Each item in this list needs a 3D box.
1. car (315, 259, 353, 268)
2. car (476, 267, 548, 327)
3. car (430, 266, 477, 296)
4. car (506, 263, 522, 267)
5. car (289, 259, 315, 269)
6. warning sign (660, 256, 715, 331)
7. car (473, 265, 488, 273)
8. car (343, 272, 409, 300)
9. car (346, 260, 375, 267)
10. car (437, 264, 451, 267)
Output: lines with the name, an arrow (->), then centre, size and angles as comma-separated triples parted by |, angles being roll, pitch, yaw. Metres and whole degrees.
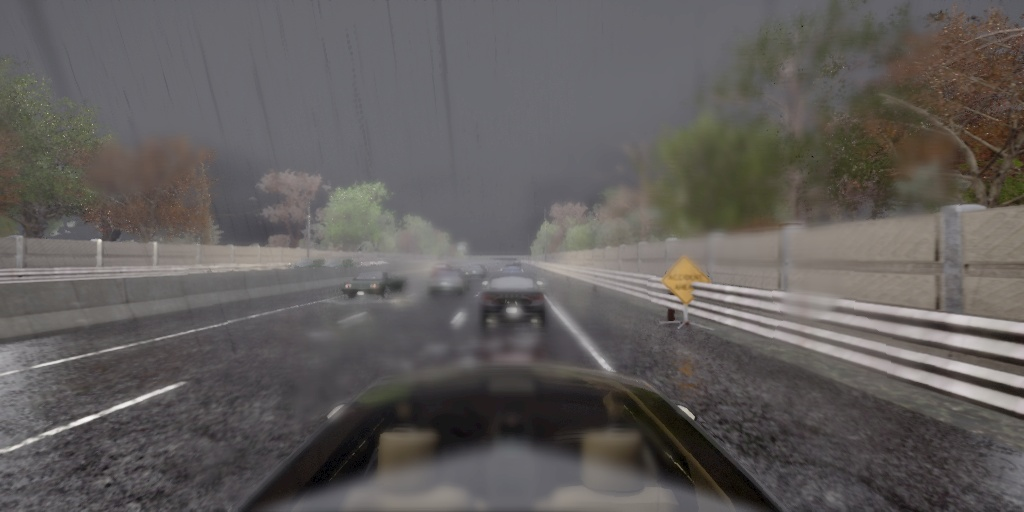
car -> -21.047, 1.340, 43.526 | 2.150, 2.045, 5.566 | 0, 0, 0
car -> 0.072, 1.310, 11.882 | 1.882, 1.535, 5.008 | 0, 0, 0
car -> -3.389, 1.472, 20.659 | 1.994, 1.385, 4.181 | 0, -1, 0
car -> 0.113, 1.544, 30.434 | 2.033, 1.411, 5.357 | 0, 0, 0
car -> -24.550, 1.341, 43.560 | 2.150, 2.045, 5.566 | 0, 0, 0
warning sign -> 4.557, 0.927, 9.405 | 1.300, 1.860, 1.060 | 0, 0, 0
car -> -3.373, 1.611, 35.913 | 1.994, 1.385, 4.181 | 0, -1, 0
car -> -6.891, 1.492, 18.790 | 1.895, 1.301, 4.718 | 0, -1, 0
car -> -17.550, 1.594, 43.158 | 1.882, 1.535, 5.008 | 0, -1, 0
car -> -6.871, 1.579, 36.501 | 1.812, 1.442, 4.674 | 0, -1, 0
